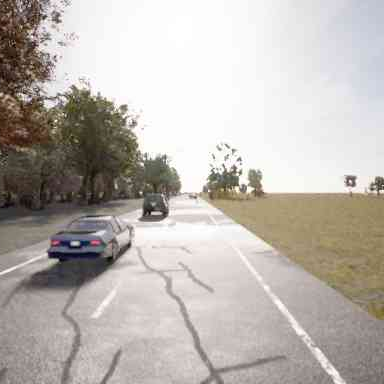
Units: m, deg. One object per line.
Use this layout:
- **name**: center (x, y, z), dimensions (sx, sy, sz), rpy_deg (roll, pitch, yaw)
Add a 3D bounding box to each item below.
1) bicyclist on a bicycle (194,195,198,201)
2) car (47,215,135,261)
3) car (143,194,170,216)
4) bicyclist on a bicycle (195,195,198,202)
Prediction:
- **bicyclist on a bicycle**: center (0.950, 1.450, 83.476), dimensions (0.866, 1.612, 1.509), rpy_deg (0, 0, 0)
- **car**: center (-3.402, 1.549, 12.190), dimensions (2.033, 1.411, 5.357), rpy_deg (0, 0, 0)
- **car**: center (-3.403, 1.226, 32.088), dimensions (2.150, 2.045, 5.566), rpy_deg (0, 0, 0)
- **bicyclist on a bicycle**: center (0.956, 1.465, 74.477), dimensions (0.582, 1.620, 1.656), rpy_deg (0, 0, 0)
